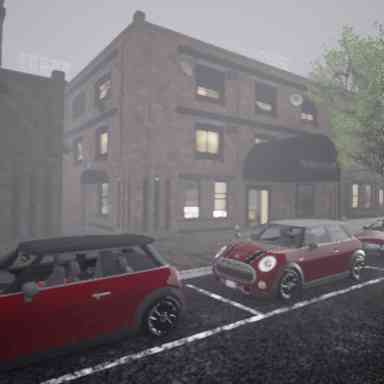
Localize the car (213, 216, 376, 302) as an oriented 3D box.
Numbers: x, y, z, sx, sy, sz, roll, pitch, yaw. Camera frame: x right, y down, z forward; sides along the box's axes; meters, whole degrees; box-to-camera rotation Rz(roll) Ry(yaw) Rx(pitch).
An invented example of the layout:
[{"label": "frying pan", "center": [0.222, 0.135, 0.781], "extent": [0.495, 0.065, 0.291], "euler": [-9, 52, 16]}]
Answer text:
[{"label": "car", "center": [2.461, 1.441, 8.259], "extent": [4.097, 1.590, 1.967], "euler": [0, 1, -35]}]

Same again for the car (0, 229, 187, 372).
[{"label": "car", "center": [-2.168, 1.440, 4.955], "extent": [4.097, 1.590, 1.967], "euler": [0, 1, -35]}]

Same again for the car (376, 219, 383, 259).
[{"label": "car", "center": [7.088, 1.583, 11.564], "extent": [4.206, 1.307, 1.802], "euler": [0, 1, -35]}]
